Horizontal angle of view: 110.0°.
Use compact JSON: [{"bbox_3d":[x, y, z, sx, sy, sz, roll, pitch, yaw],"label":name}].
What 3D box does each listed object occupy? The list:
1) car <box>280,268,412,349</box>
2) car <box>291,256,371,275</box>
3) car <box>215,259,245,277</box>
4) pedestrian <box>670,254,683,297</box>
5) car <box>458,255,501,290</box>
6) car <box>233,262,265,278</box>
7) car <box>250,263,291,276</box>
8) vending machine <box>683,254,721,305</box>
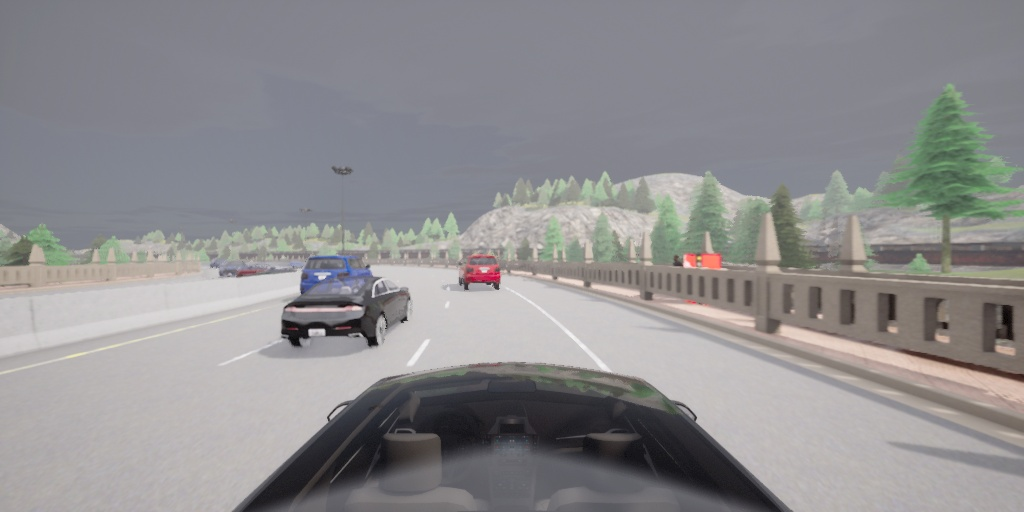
[{"bbox_3d":[-3.896,1.253,9.271,2.128,1.511,4.902,0,0,-4],"label":"car"},{"bbox_3d":[-8.451,1.006,17.761,2.150,2.045,5.566,0,0,-10],"label":"car"},{"bbox_3d":[-30.502,1.343,39.492,2.097,1.767,4.553,-1,0,-27],"label":"car"},{"bbox_3d":[6.881,0.840,14.998,0.375,1.860,0.375,-1,1,-7],"label":"pedestrian"},{"bbox_3d":[-2.180,0.979,23.046,2.150,2.045,5.566,0,0,-13],"label":"car"},{"bbox_3d":[-23.931,1.520,33.551,1.895,1.301,4.718,0,0,-22],"label":"car"},{"bbox_3d":[-18.316,1.464,28.109,1.895,1.301,4.718,0,0,-17],"label":"car"},{"bbox_3d":[7.204,0.894,13.646,1.100,2.100,0.880,0,0,-6],"label":"vending machine"}]
